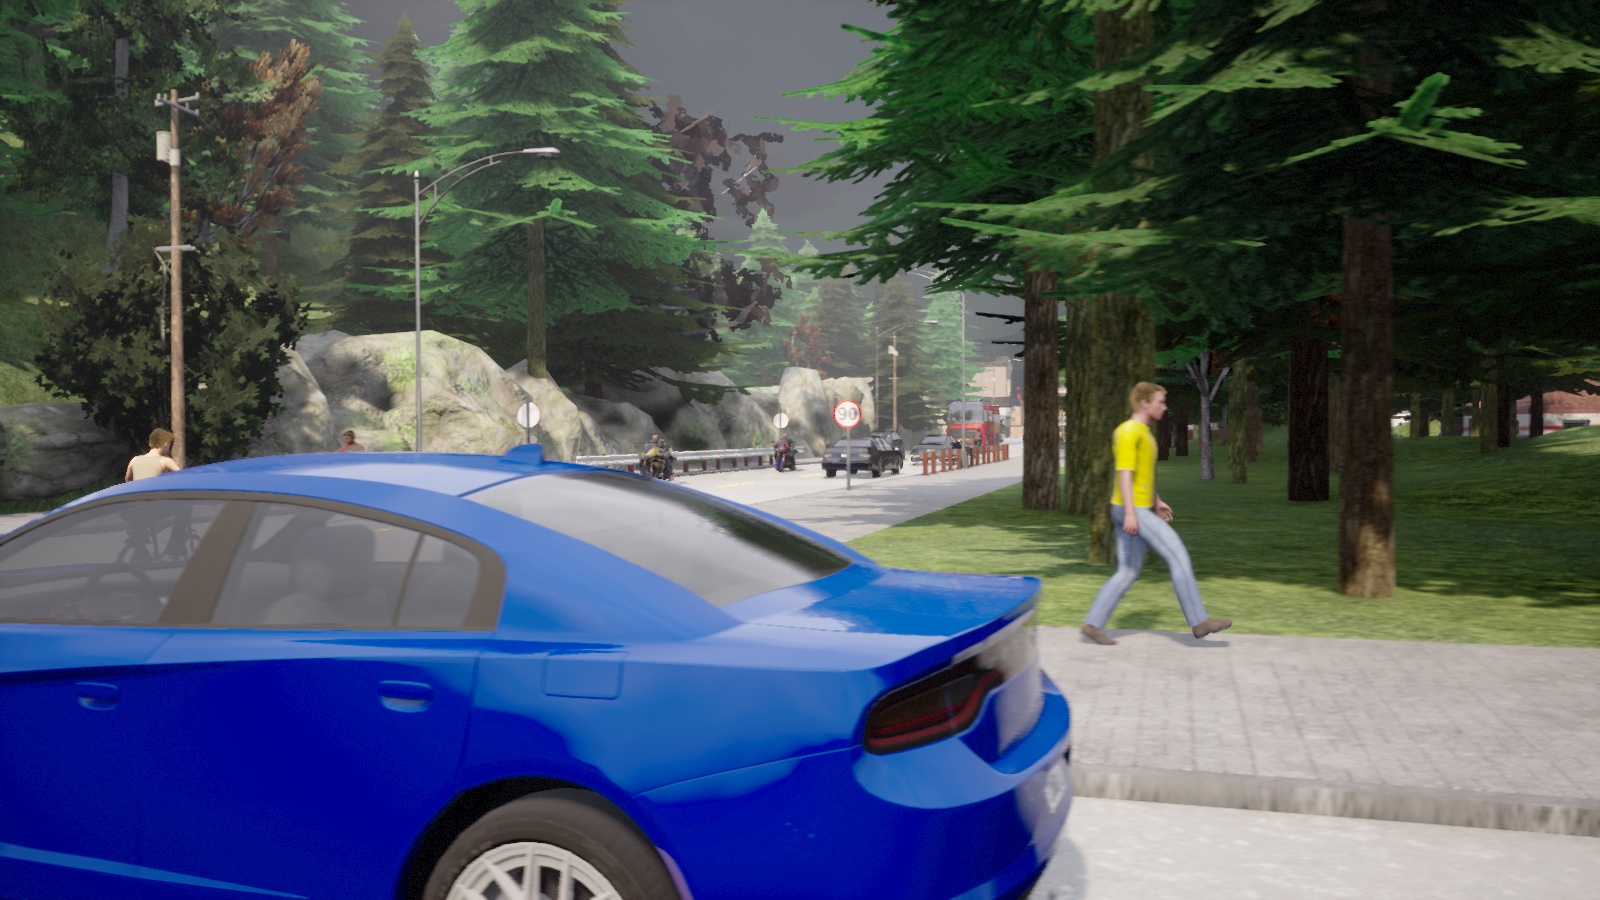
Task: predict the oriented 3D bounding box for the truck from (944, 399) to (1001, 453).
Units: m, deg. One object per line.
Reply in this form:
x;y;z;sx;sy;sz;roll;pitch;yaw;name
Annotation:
12.835;-1.740;92.732;2.891;3.827;8.468;0;1;17;truck

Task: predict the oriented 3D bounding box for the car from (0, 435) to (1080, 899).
-1.716;0.731;4.289;5.008;1.535;1.882;1;1;20;car

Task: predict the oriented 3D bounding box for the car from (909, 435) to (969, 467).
6.405;0.017;57.396;1.994;1.385;4.181;0;1;17;car

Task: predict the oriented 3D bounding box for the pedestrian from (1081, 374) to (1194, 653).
2.288;0.412;8.510;0.706;1.836;0.354;0;1;17;pedestrian

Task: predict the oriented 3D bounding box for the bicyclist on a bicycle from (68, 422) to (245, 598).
-6.348;0.544;12.476;0.866;1.612;1.509;2;1;4;bicyclist on a bicycle

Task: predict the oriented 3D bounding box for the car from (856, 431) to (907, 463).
4.189;-0.181;63.940;1.789;1.549;3.705;0;1;17;car

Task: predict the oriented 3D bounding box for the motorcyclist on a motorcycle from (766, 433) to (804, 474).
-0.562;0.109;47.956;0.866;1.530;2.191;0;1;16;motorcyclist on a motorcycle

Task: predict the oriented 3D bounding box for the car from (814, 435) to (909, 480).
2.190;0.207;43.151;2.033;1.411;5.357;0;1;16;car

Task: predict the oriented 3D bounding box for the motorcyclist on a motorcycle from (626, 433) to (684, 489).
-4.117;0.284;35.912;0.866;1.530;2.191;0;1;16;motorcyclist on a motorcycle
